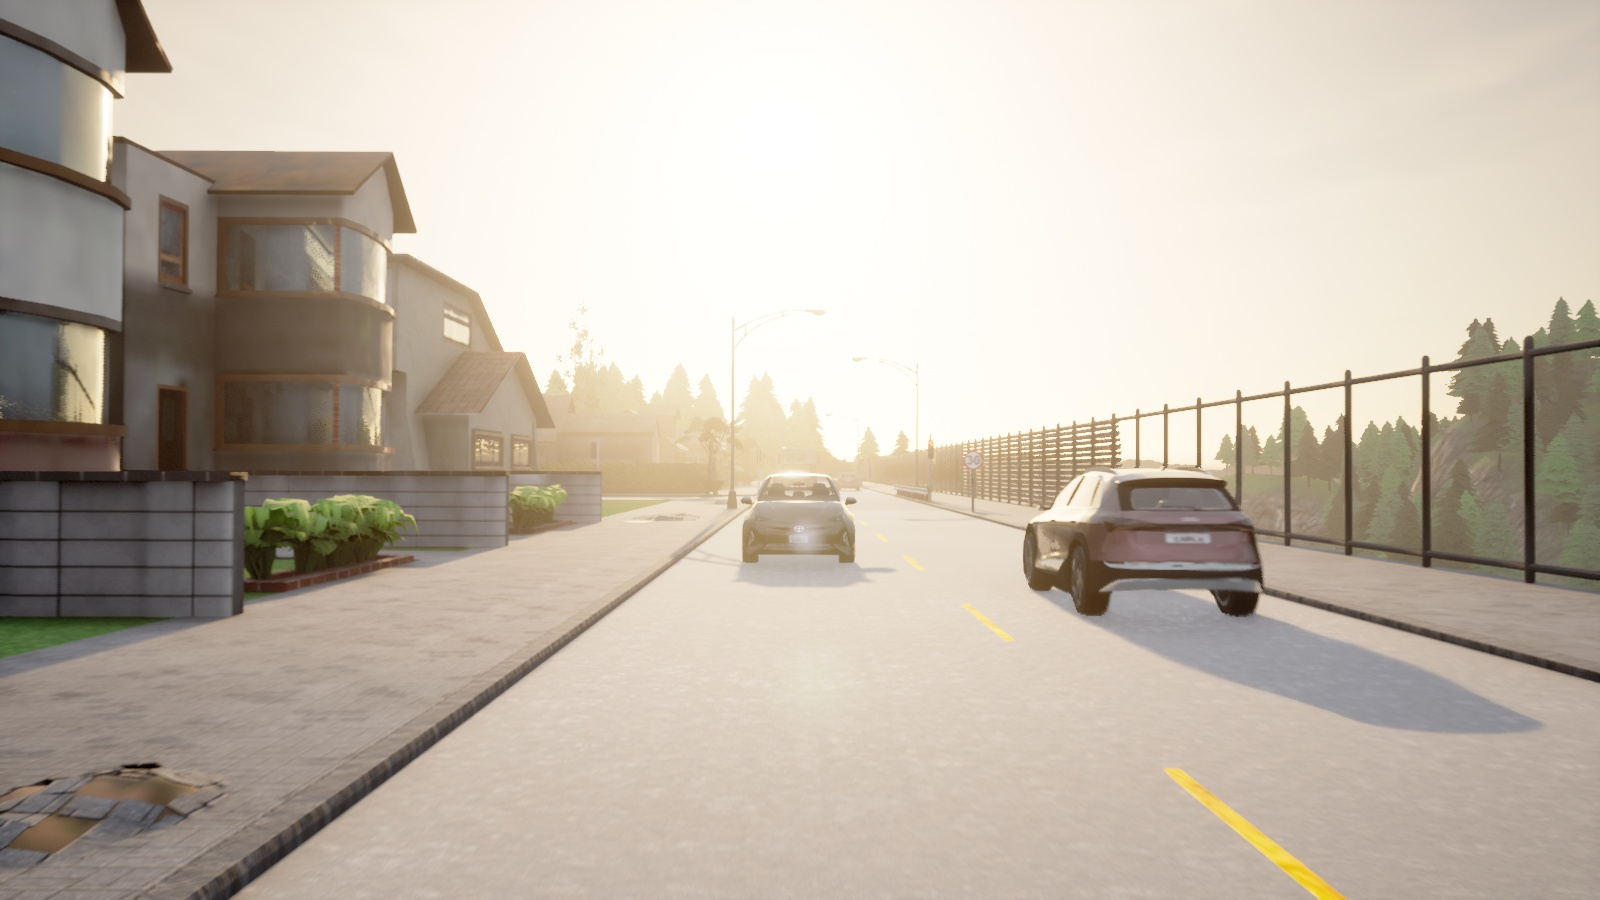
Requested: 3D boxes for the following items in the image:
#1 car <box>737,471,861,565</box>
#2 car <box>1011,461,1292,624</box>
[{"bbox_3d":[-0.017,1.140,22.609,2.007,1.525,4.514,0,-1,0],"label":"car"},{"bbox_3d":[3.989,0.984,15.226,2.033,1.649,4.856,0,-1,0],"label":"car"}]
